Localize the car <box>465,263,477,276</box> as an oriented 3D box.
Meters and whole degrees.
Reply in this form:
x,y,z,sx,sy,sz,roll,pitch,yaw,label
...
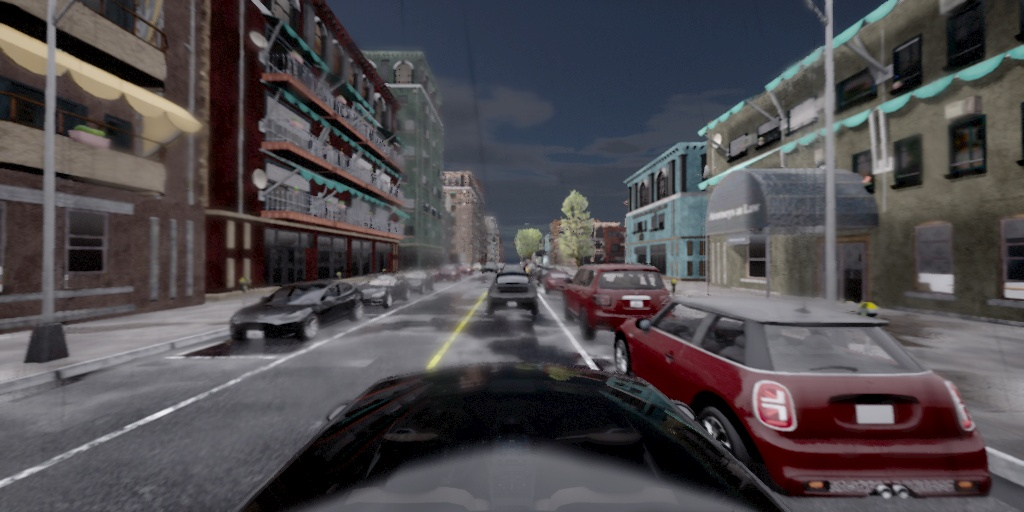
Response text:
x,y,z,sx,sy,sz,roll,pitch,yaw,label
-5.686,1.611,43.363,1.967,1.591,4.097,0,0,0,car

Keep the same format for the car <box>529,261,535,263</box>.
x,y,z,sx,sy,sz,roll,pitch,yaw,label
2.695,1.755,49.071,1.751,1.417,4.829,0,0,0,car

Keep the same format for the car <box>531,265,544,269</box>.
x,y,z,sx,sy,sz,roll,pitch,yaw,label
2.693,1.559,26.745,1.948,1.339,4.313,0,0,0,car

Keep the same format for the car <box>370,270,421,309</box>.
x,y,z,sx,sy,sz,roll,pitch,yaw,label
-5.689,1.432,15.669,2.007,1.370,4.403,0,0,0,car

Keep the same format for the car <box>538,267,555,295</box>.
x,y,z,sx,sy,sz,roll,pitch,yaw,label
2.692,1.518,21.206,1.802,1.307,4.207,0,0,0,car

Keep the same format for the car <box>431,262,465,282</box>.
x,y,z,sx,sy,sz,roll,pitch,yaw,label
-5.687,1.493,32.284,1.967,1.591,4.097,0,0,0,car

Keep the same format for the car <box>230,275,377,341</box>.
x,y,z,sx,sy,sz,roll,pitch,yaw,label
-5.689,1.394,10.132,1.948,1.339,4.313,0,0,0,car

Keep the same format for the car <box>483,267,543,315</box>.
x,y,z,sx,sy,sz,roll,pitch,yaw,label
0.048,1.374,14.301,1.837,1.490,4.892,0,0,1,car

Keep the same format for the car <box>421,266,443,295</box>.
x,y,z,sx,sy,sz,roll,pitch,yaw,label
-5.688,1.487,21.207,2.007,1.370,4.403,0,0,0,car

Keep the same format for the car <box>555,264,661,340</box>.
x,y,z,sx,sy,sz,roll,pitch,yaw,label
2.691,1.143,10.131,2.192,1.841,5.009,0,0,0,car

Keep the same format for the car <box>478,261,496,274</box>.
x,y,z,sx,sy,sz,roll,pitch,yaw,label
-3.083,1.591,49.895,2.097,1.767,4.553,0,0,0,car

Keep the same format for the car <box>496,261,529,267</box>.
x,y,z,sx,sy,sz,roll,pitch,yaw,label
0.049,1.371,29.186,2.097,1.767,4.553,0,-1,1,car

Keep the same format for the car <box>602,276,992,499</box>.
x,y,z,sx,sy,sz,roll,pitch,yaw,label
2.691,1.216,4.591,1.967,1.591,4.097,0,0,0,car

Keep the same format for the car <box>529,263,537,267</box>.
x,y,z,sx,sy,sz,roll,pitch,yaw,label
2.693,1.603,32.283,2.007,1.370,4.403,0,0,0,car
